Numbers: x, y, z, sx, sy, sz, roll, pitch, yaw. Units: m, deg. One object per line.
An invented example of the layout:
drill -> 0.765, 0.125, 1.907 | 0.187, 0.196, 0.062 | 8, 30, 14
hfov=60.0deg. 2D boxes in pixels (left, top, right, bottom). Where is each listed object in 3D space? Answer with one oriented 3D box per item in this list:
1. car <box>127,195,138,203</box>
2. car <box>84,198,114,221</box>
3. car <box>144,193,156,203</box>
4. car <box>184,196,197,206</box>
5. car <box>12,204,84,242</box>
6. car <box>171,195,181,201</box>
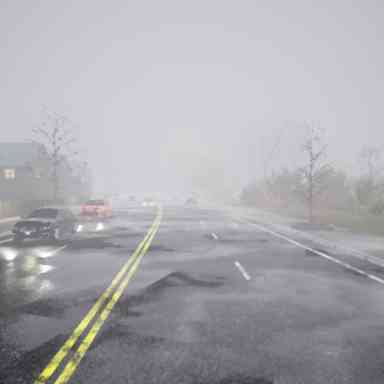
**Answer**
car -> -11.960, 1.400, 66.618 | 1.837, 1.490, 4.892 | 0, 0, -8
car -> -7.663, 1.328, 26.579 | 2.097, 1.767, 4.553 | 0, 0, -3
car -> -8.743, 1.487, 67.097 | 1.895, 1.301, 4.718 | 0, 0, -8
car -> -0.263, 1.412, 53.514 | 1.812, 1.442, 4.674 | 0, 0, -6
car -> -7.125, 1.501, 16.613 | 1.837, 1.490, 4.892 | 0, 0, -3
car -> -3.614, 1.350, 76.391 | 2.128, 1.511, 4.902 | 0, 0, -9
